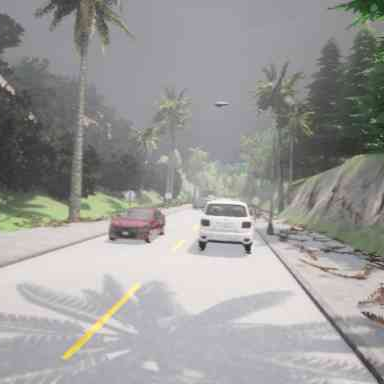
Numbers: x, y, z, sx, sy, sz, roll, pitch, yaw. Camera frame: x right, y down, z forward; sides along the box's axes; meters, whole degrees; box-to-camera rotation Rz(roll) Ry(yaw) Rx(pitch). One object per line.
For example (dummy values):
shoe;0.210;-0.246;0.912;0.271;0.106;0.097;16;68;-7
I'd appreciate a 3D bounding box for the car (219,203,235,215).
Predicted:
car;4.500;2.119;42.373;1.895;1.301;4.718;3;0;6

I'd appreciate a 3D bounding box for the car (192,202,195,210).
car;1.124;1.927;50.128;1.837;1.490;4.892;2;0;5

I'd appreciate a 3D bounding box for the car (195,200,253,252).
car;1.558;1.404;15.142;2.150;2.045;5.566;3;0;7

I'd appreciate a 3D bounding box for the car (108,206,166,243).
car;-2.516;1.488;16.405;1.882;1.535;5.008;3;0;6
